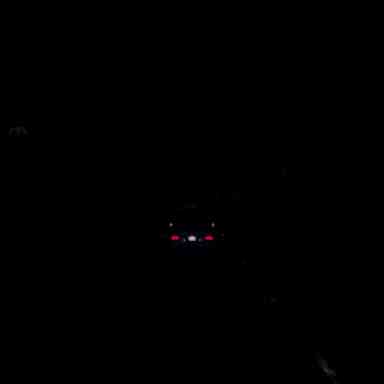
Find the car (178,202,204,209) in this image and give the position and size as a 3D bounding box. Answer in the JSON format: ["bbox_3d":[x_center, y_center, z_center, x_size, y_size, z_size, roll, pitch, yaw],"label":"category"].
[{"bbox_3d":[0.015,1.747,29.467,1.882,1.535,5.008,0,0,0],"label":"car"}]

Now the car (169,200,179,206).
[{"bbox_3d":[-3.479,2.172,65.623,1.895,1.301,4.718,0,-1,0],"label":"car"}]

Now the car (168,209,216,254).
[{"bbox_3d":[0.005,1.678,13.984,2.033,1.411,5.357,0,0,0],"label":"car"}]
